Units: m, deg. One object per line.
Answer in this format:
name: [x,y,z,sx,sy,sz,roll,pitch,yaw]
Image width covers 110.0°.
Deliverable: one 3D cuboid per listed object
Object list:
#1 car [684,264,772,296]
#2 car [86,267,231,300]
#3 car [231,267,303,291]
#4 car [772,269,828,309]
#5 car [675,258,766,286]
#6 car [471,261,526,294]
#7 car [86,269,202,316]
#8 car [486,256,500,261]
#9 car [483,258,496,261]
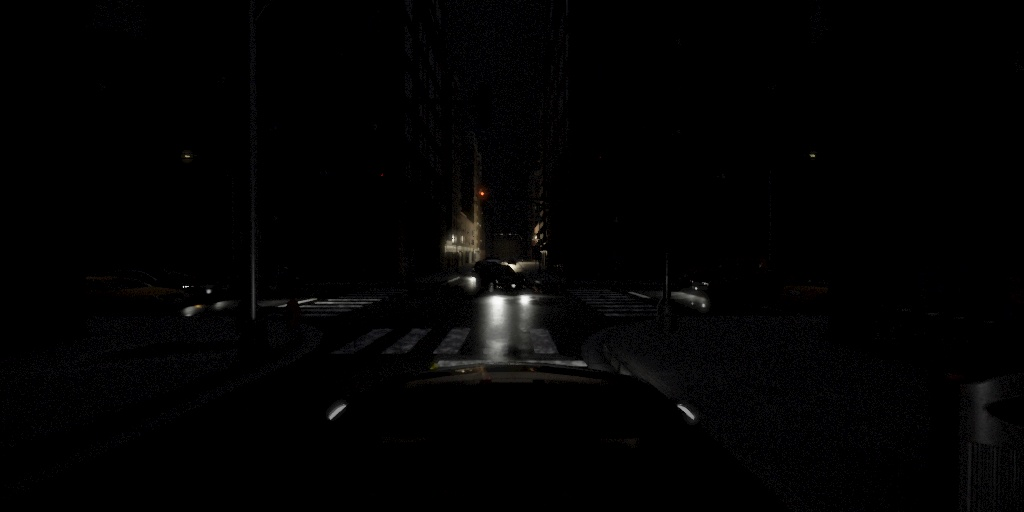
car: [12.134,1.277,18.338,5.357,1.411,2.033,0,0,3]
car: [-15.482,1.260,15.397,4.902,1.511,2.128,0,0,0]
car: [-14.569,1.307,20.898,4.313,1.339,1.948,0,0,0]
car: [12.480,1.280,12.889,4.829,1.417,1.751,0,0,0]
car: [12.314,1.032,20.914,5.009,1.841,2.192,0,0,0]
car: [-0.779,1.245,20.597,1.837,1.490,4.892,0,1,-21]
car: [-14.403,1.304,12.873,4.829,1.417,1.751,0,0,0]
car: [-2.944,0.949,53.289,2.150,2.045,5.566,0,0,0]
car: [-2.918,1.218,35.822,1.882,1.535,5.008,0,0,0]
